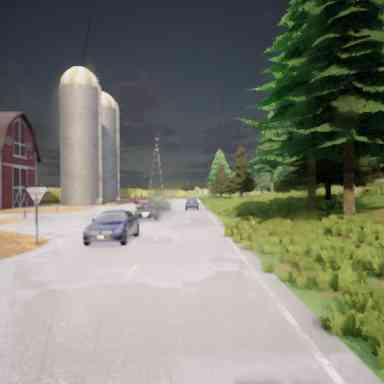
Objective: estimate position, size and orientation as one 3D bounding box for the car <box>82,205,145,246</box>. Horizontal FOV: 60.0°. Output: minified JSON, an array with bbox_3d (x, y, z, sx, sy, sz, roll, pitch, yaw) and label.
[{"bbox_3d":[-3.695,1.599,15.972,1.812,1.442,4.674,-1,0,2],"label":"car"}]

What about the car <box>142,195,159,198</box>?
[{"bbox_3d":[-9.048,1.719,63.954,4.181,1.381,1.994,-1,0,-1],"label":"car"}]

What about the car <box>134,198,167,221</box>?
[{"bbox_3d":[-3.594,1.574,28.099,2.128,1.511,4.902,-1,0,0],"label":"car"}]

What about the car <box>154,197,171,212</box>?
[{"bbox_3d":[-3.562,1.652,40.078,1.994,1.385,4.181,-1,0,0],"label":"car"}]

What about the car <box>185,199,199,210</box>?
[{"bbox_3d":[0.014,1.601,44.325,2.033,1.411,5.357,-1,0,0],"label":"car"}]
